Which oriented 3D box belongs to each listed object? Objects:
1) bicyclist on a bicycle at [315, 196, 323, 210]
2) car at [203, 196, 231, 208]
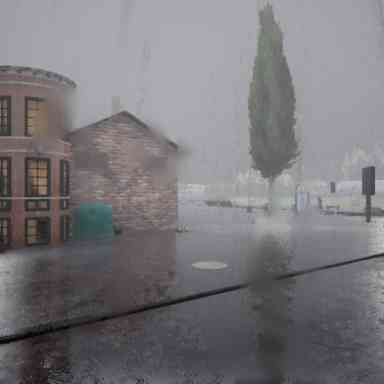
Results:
[{"bbox_3d":[15.376,1.349,40.196,1.656,1.620,0.582,0,0,-36],"label":"bicyclist on a bicycle"},{"bbox_3d":[3.689,1.352,49.318,2.097,1.767,4.553,0,0,-36],"label":"car"}]
